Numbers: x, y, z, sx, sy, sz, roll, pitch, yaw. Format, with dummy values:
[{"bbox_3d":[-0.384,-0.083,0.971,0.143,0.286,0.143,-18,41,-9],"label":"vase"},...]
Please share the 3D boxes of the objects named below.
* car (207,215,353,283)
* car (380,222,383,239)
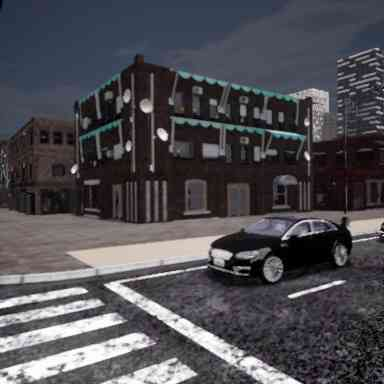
[{"bbox_3d":[2.676,1.453,9.594,4.902,1.511,2.128,0,0,-35],"label":"car"},{"bbox_3d":[10.410,1.418,15.065,4.892,1.490,1.837,0,0,-35],"label":"car"}]
